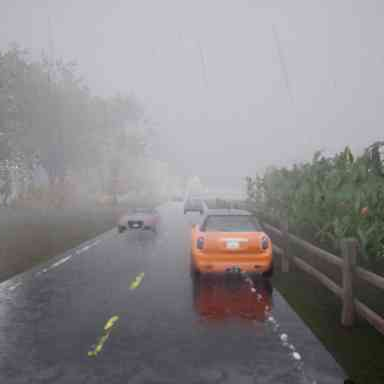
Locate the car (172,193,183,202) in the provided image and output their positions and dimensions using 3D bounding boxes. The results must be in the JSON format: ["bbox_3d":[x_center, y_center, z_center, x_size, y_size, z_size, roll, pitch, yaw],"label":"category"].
[{"bbox_3d":[-2.573,1.221,60.686,1.895,1.301,4.718,0,0,1],"label":"car"}]

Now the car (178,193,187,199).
[{"bbox_3d":[-2.439,1.054,85.205,1.994,1.385,4.181,0,0,0],"label":"car"}]

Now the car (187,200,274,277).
[{"bbox_3d":[0.997,1.285,10.152,2.097,1.767,4.553,0,0,0],"label":"car"}]

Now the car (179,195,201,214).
[{"bbox_3d":[0.158,1.342,32.556,2.033,1.411,5.357,0,0,1],"label":"car"}]

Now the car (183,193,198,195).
[{"bbox_3d":[0.228,1.053,47.669,2.097,1.767,4.553,0,0,1],"label":"car"}]

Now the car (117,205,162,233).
[{"bbox_3d":[-2.783,1.446,18.398,1.994,1.385,4.181,0,0,0],"label":"car"}]
